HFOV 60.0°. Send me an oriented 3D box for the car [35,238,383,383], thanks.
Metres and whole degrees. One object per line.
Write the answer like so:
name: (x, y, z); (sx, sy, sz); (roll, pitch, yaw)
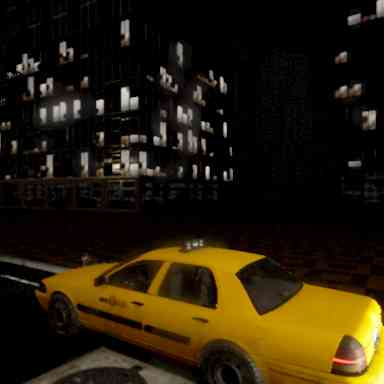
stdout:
car: (-0.221, 1.462, 4.900); (5.366, 1.575, 1.801); (0, 0, 35)
